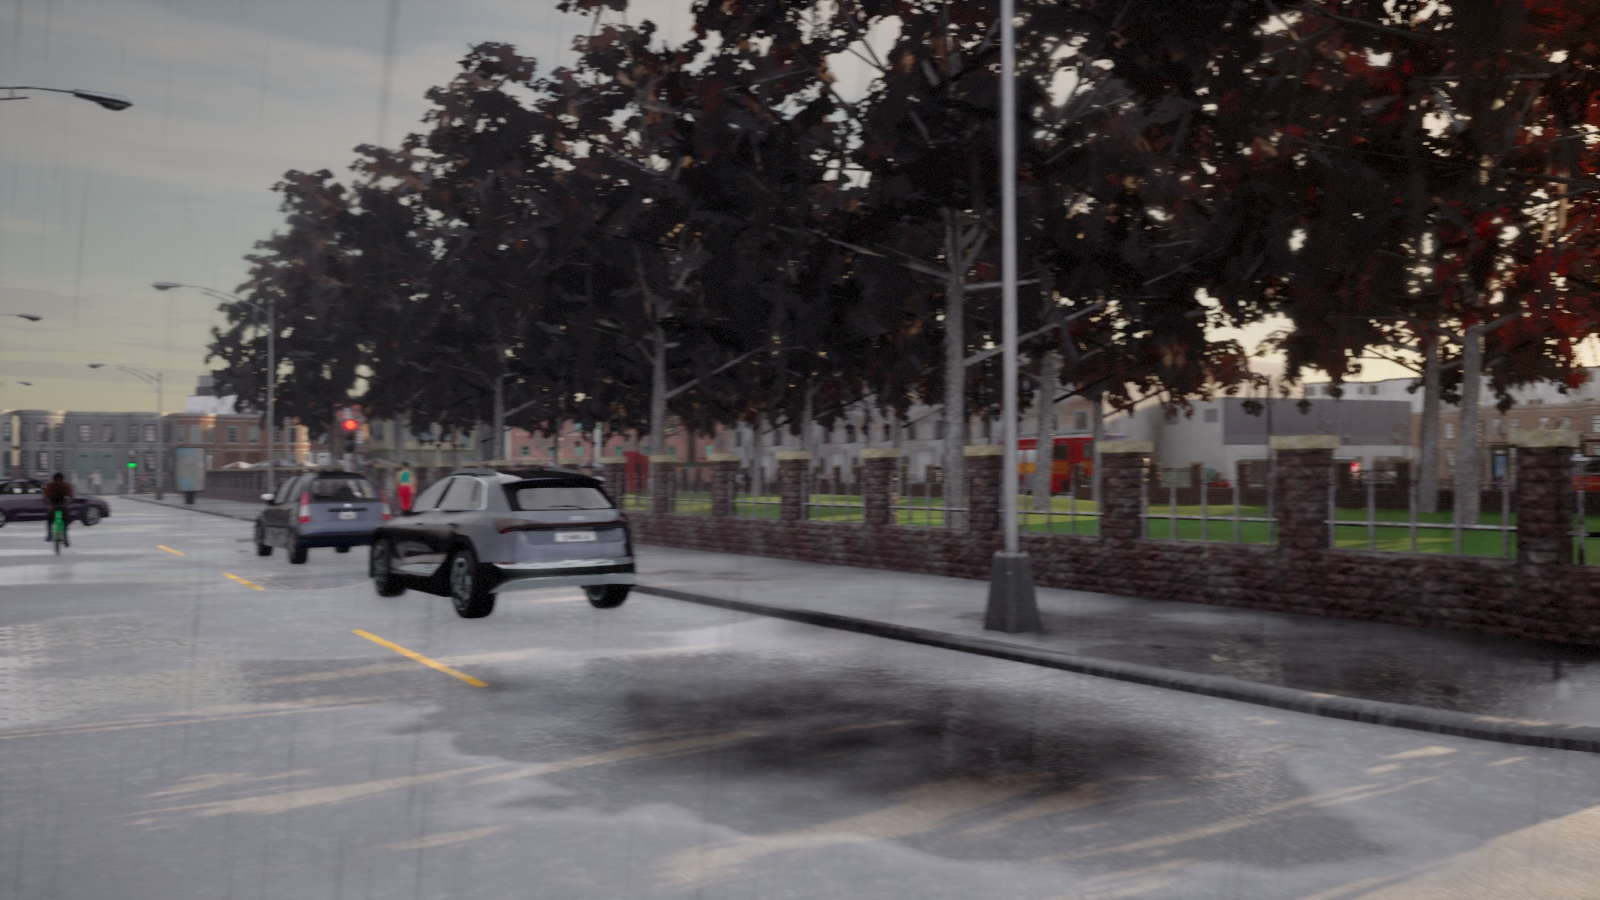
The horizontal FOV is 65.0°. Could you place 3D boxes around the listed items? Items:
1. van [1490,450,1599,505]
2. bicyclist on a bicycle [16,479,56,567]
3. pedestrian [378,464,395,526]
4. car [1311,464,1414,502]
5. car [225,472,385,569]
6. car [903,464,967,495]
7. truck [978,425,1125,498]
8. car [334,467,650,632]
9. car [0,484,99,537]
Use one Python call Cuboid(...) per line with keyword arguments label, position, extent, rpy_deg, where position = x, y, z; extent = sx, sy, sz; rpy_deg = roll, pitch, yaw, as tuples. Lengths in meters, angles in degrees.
Cuboid(label="van", position=(28.897, 1.030, 47.637), extent=(1.775, 1.987, 4.442), rpy_deg=(0, -1, -33))
Cuboid(label="bicyclist on a bicycle", position=(-14.835, 1.386, 24.361), extent=(0.582, 1.620, 1.656), rpy_deg=(0, -1, -34))
Cuboid(label="pedestrian", position=(-12.442, 1.347, 37.783), extent=(0.345, 1.836, 0.594), rpy_deg=(0, -1, -33))
Cuboid(label="car", position=(24.368, 1.434, 54.500), extent=(1.789, 1.549, 3.705), rpy_deg=(0, -1, -33))
Cuboid(label="car", position=(-9.280, 1.243, 23.356), extent=(1.851, 1.617, 3.988), rpy_deg=(0, -1, -35))
Cuboid(label="car", position=(8.443, 1.880, 78.619), extent=(1.905, 1.878, 3.866), rpy_deg=(0, -1, -33))
Cuboid(label="truck", position=(13.924, 0.702, 70.325), extent=(2.891, 3.827, 8.468), rpy_deg=(0, -1, -33))
Cuboid(label="car", position=(-3.914, 1.064, 15.260), extent=(2.033, 1.649, 4.856), rpy_deg=(0, -1, -36))
Cuboid(label="car", position=(-23.470, 1.786, 37.356), extent=(1.816, 1.474, 4.193), rpy_deg=(-1, -1, 32))
